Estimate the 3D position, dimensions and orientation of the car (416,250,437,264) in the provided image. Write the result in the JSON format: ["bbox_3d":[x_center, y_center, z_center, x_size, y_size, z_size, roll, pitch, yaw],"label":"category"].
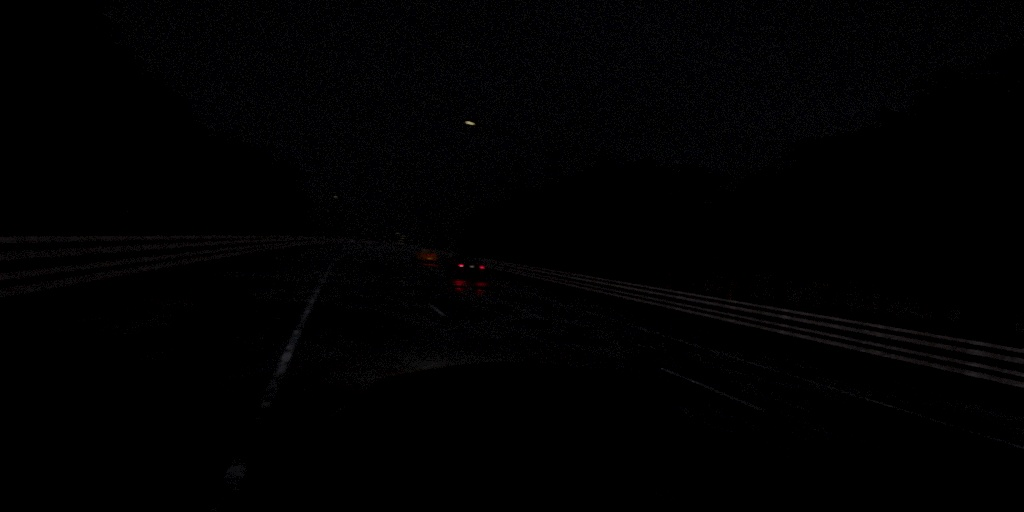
[{"bbox_3d":[-10.109,0.000,42.337,1.882,1.535,5.008,7,0,-22],"label":"car"}]

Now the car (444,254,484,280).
[{"bbox_3d":[-3.670,0.663,27.261,2.097,1.767,4.553,7,0,-24],"label":"car"}]
